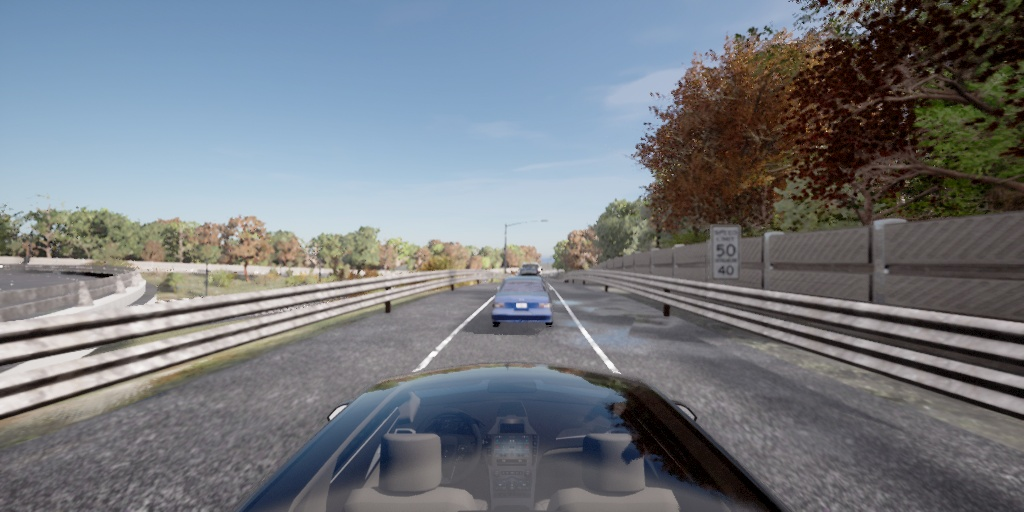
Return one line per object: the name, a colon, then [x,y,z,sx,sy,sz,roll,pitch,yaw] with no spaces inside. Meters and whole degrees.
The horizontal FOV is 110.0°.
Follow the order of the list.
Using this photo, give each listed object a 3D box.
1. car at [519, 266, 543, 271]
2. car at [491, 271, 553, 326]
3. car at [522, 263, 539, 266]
car: [1.283,1.665,26.707,1.837,1.490,4.892,0,-2,4]
car: [0.394,1.394,12.074,2.033,1.411,5.357,0,-1,3]
car: [1.825,1.739,35.097,2.150,2.045,5.566,0,-3,4]
